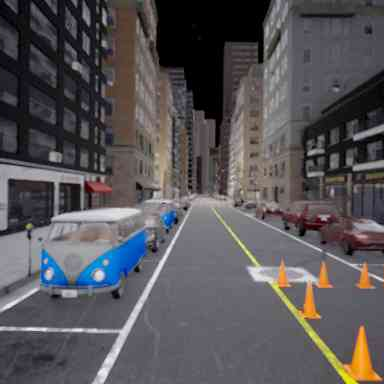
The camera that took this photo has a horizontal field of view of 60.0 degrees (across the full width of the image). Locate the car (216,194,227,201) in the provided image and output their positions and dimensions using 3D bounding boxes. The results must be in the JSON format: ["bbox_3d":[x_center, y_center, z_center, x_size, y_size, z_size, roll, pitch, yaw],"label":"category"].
[{"bbox_3d":[8.249,1.679,88.998,1.967,1.590,4.097,1,0,1],"label":"car"}]

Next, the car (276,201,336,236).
[{"bbox_3d":[6.614,1.419,18.919,2.192,1.841,5.009,1,0,1],"label":"car"}]

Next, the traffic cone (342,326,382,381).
[{"bbox_3d":[2.137,1.987,4.189,0.340,0.580,0.340,1,0,1],"label":"traffic cone"}]

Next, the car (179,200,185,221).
[{"bbox_3d":[-1.786,1.562,24.614,1.947,1.339,4.313,1,0,1],"label":"car"}]

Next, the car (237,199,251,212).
[{"bbox_3d":[7.114,1.684,40.919,2.008,1.369,4.403,1,0,1],"label":"car"}]

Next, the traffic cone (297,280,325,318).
[{"bbox_3d":[2.182,1.989,6.188,0.340,0.580,0.340,1,0,1],"label":"traffic cone"}]

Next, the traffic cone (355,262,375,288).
[{"bbox_3d":[4.227,2.019,8.142,0.340,0.580,0.340,1,0,1],"label":"traffic cone"}]

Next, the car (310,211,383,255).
[{"bbox_3d":[6.485,1.680,13.418,1.802,1.307,4.206,1,0,1],"label":"car"}]

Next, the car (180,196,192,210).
[{"bbox_3d":[-1.408,1.584,41.114,1.947,1.339,4.313,1,0,1],"label":"car"}]

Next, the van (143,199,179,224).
[{"bbox_3d":[-1.909,1.330,19.114,1.690,1.788,3.998,1,0,1],"label":"van"}]

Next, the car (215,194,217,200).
[{"bbox_3d":[8.385,1.782,94.575,1.752,1.417,4.829,1,0,1],"label":"car"}]

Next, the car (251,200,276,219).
[{"bbox_3d":[6.864,1.558,29.919,1.967,1.590,4.097,1,0,1],"label":"car"}]

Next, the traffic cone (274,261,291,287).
[{"bbox_3d":[2.228,1.992,8.188,0.340,0.580,0.340,1,0,1],"label":"traffic cone"}]

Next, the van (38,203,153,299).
[{"bbox_3d":[-2.161,1.318,8.116,1.690,1.788,3.998,1,0,1],"label":"van"}]

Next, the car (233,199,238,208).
[{"bbox_3d":[7.366,1.716,51.918,1.947,1.339,4.313,1,0,1],"label":"car"}]

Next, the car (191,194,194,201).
[{"bbox_3d":[-1.155,1.475,52.114,1.967,1.590,4.097,1,0,1],"label":"car"}]

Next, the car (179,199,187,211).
[{"bbox_3d":[-1.660,1.585,30.114,1.802,1.307,4.206,1,0,1],"label":"car"}]

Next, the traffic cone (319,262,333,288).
[{"bbox_3d":[3.228,2.005,8.165,0.340,0.580,0.340,1,0,1],"label":"traffic cone"}]

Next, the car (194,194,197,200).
[{"bbox_3d":[-0.275,1.706,89.206,1.802,1.307,4.206,1,0,1],"label":"car"}]

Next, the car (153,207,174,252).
[{"bbox_3d":[-2.038,1.534,13.614,2.008,1.369,4.403,1,0,1],"label":"car"}]
